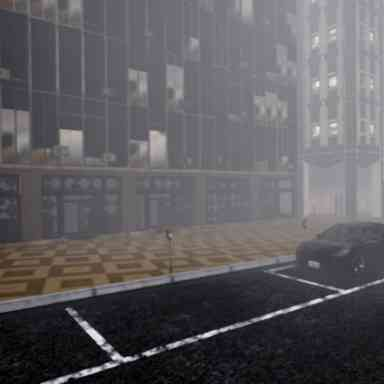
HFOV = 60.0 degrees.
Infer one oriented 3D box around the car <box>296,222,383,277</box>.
[{"bbox_3d":[5.125,1.628,10.400,4.313,1.339,1.947,0,-1,-35],"label":"car"}]
